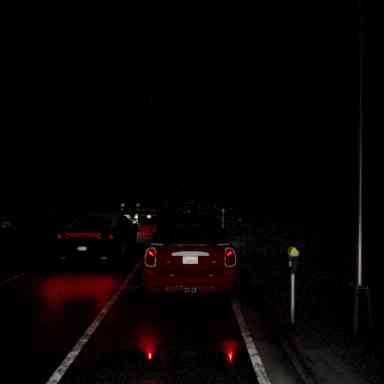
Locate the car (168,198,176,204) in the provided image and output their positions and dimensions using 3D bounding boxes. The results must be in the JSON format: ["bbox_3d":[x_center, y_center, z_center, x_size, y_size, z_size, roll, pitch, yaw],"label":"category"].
[{"bbox_3d":[-3.061,1.456,42.078,1.882,1.535,5.008,0,0,0],"label":"car"}]

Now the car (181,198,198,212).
[{"bbox_3d":[-0.279,1.507,38.694,1.752,1.417,4.829,-1,0,0],"label":"car"}]

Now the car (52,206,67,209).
[{"bbox_3d":[-8.822,1.575,21.767,1.802,1.307,4.206,-1,0,0],"label":"car"}]

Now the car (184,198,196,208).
[{"bbox_3d":[-0.276,1.554,49.696,1.802,1.307,4.206,-1,0,0],"label":"car"}]

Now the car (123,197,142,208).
[{"bbox_3d":[-8.822,1.516,49.695,1.887,1.381,4.507,-1,0,0],"label":"car"}]

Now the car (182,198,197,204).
[{"bbox_3d":[-0.280,1.537,32.939,2.008,1.369,4.403,-1,0,0],"label":"car"}]

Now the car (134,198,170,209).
[{"bbox_3d":[-3.063,1.495,26.143,1.837,1.490,4.892,0,0,0],"label":"car"}]

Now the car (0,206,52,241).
[{"bbox_3d":[-8.823,1.435,16.181,1.967,1.590,4.097,-1,0,0],"label":"car"}]

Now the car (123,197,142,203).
[{"bbox_3d":[-6.230,1.336,35.570,2.097,1.767,4.553,0,0,0],"label":"car"}]

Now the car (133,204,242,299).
[{"bbox_3d":[-0.033,1.350,8.622,2.097,1.767,4.553,0,0,0],"label":"car"}]

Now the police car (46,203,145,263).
[{"bbox_3d":[-3.147,1.422,12.122,1.930,1.638,5.238,0,0,0],"label":"police car"}]

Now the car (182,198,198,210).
[{"bbox_3d":[-0.277,1.543,44.111,1.947,1.339,4.313,-1,0,0],"label":"car"}]
